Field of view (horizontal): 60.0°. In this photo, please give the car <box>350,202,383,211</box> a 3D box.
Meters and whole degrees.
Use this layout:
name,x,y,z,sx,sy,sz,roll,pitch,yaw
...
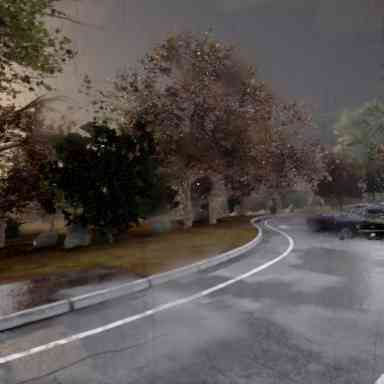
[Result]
name,x,y,z,sx,sy,sz,roll,pitch,yaw
car,20.168,1.924,37.605,4.902,1.511,2.128,1,-1,-12

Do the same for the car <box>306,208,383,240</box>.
name,x,y,z,sx,sy,sz,roll,pitch,yaw
car,8.164,1.737,17.932,1.895,1.301,4.718,1,0,-10
